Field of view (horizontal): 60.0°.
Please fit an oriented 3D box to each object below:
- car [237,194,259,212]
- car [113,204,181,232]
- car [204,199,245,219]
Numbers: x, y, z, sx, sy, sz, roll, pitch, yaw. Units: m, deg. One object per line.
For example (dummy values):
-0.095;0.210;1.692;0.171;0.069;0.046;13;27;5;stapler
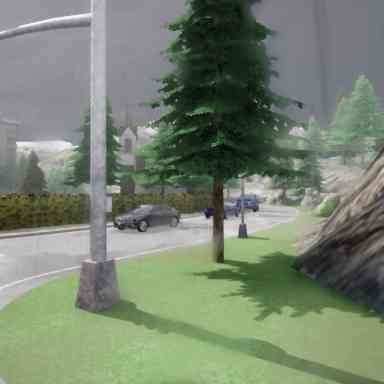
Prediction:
6.550;1.221;38.782;2.150;2.045;5.566;0;0;16;car
-2.627;1.505;20.316;1.837;1.490;4.892;0;0;35;car
2.750;1.601;29.104;1.895;1.301;4.718;0;0;26;car
